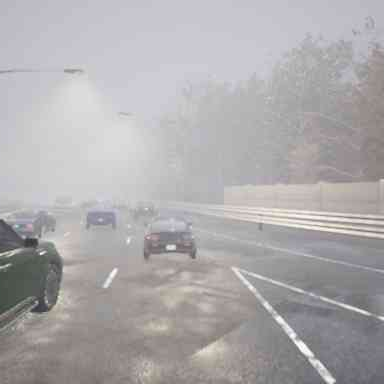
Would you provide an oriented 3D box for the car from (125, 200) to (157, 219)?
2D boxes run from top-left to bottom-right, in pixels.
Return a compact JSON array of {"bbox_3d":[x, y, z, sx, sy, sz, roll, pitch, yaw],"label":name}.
[{"bbox_3d":[-4.656,1.546,31.169,2.097,1.767,4.553,0,0,-18],"label":"car"}]

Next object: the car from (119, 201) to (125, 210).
[{"bbox_3d":[-10.247,1.899,46.040,1.895,1.301,4.718,0,0,-24],"label":"car"}]

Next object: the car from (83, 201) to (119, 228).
[{"bbox_3d":[-6.323,1.633,23.475,1.882,1.535,5.008,0,0,-13],"label":"car"}]

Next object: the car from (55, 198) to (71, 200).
[{"bbox_3d":[-19.796,1.950,49.701,1.895,1.301,4.718,0,0,-28],"label":"car"}]

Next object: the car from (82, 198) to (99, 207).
[{"bbox_3d":[-18.746,1.919,61.246,1.837,1.490,4.892,0,0,-33],"label":"car"}]

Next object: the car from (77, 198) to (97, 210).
[{"bbox_3d":[-15.877,1.842,49.677,1.837,1.490,4.892,0,0,-26],"label":"car"}]

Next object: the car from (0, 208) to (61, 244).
[{"bbox_3d":[-8.722,1.680,18.053,2.033,1.411,5.357,0,0,-11],"label":"car"}]

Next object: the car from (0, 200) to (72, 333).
[{"bbox_3d":[-3.645,1.258,4.511,2.150,2.045,5.566,0,0,-3],"label":"car"}]

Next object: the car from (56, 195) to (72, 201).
[{"bbox_3d":[-29.007,1.748,74.834,2.150,2.045,5.566,0,0,-43],"label":"car"}]

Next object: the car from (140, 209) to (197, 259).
[{"bbox_3d":[-0.931,1.603,12.865,1.812,1.442,4.674,0,0,-7],"label":"car"}]
